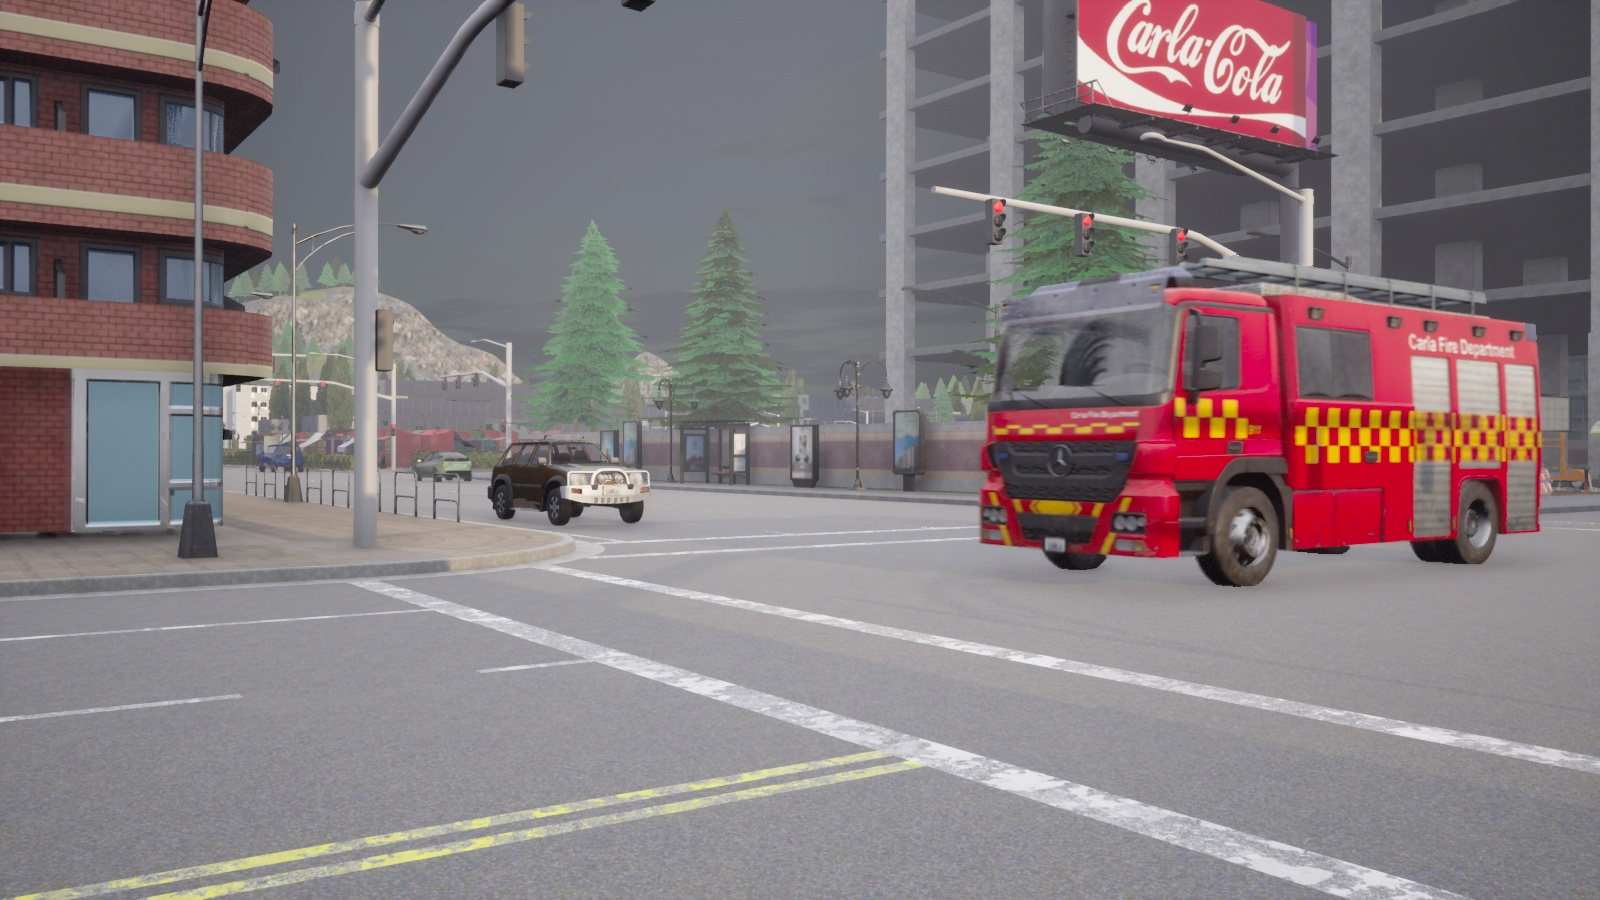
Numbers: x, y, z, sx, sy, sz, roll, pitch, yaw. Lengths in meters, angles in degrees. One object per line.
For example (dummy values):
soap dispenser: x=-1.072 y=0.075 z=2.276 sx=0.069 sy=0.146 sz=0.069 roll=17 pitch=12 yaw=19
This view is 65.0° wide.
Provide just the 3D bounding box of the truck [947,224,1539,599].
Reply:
truck: x=6.084 y=-0.392 z=16.430 sx=8.468 sy=3.827 sz=2.891 roll=0 pitch=0 yaw=-35

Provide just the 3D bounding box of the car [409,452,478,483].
car: x=-18.239 y=0.886 z=64.053 sx=2.007 sy=1.525 sz=4.514 roll=0 pitch=0 yaw=-35

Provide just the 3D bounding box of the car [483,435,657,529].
car: x=-5.046 y=0.638 z=27.088 sx=1.932 sy=1.855 sz=4.605 roll=0 pitch=0 yaw=-35
